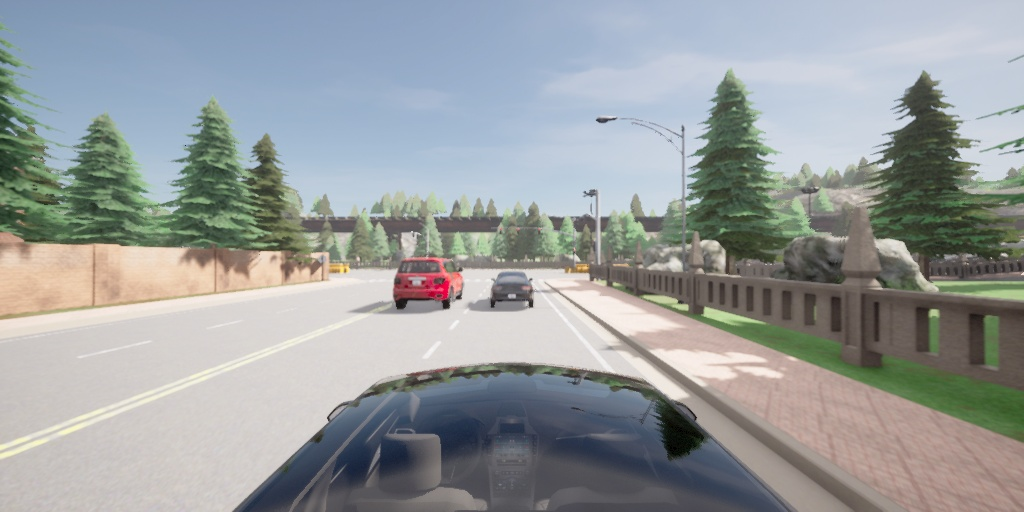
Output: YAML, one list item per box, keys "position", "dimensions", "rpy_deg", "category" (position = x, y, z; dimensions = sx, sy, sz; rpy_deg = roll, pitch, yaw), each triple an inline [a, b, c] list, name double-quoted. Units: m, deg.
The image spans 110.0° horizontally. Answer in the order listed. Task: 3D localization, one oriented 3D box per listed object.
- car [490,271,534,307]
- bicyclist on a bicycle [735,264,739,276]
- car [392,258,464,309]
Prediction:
- position: [0.004, 1.417, 16.231]
  dimensions: [1.812, 1.442, 4.674]
  rpy_deg: [0, 0, 0]
  category: "car"
- position: [20.260, 1.353, 32.712]
  dimensions: [0.582, 1.620, 1.656]
  rpy_deg: [0, -1, 0]
  category: "bicyclist on a bicycle"
- position: [-3.499, 1.104, 15.869]
  dimensions: [2.150, 2.045, 5.566]
  rpy_deg: [0, 0, 0]
  category: "car"
